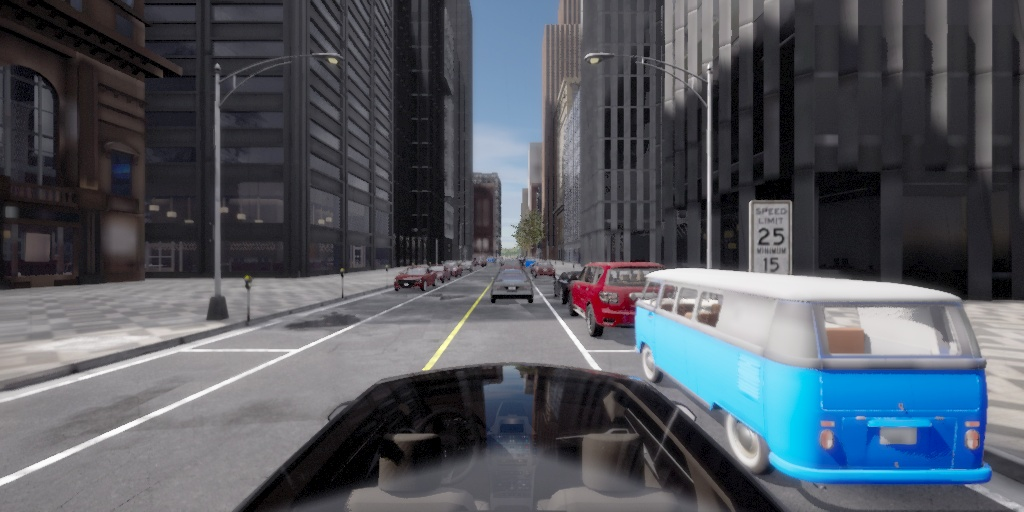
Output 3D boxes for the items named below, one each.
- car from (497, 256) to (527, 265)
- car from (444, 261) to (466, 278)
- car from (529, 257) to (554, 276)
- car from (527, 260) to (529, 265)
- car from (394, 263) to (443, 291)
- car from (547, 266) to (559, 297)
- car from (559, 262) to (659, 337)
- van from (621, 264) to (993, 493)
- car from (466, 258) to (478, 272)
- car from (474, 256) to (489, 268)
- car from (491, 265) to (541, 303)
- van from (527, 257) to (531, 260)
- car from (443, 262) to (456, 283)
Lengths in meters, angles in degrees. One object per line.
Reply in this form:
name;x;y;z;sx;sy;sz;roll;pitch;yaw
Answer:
car;0.000;1.088;31.469;2.097;1.767;4.553;0;0;0
car;-5.668;1.159;32.726;1.967;1.591;4.097;0;0;0
car;2.858;1.159;32.701;1.967;1.591;4.097;0;0;0
car;2.858;1.294;38.342;1.802;1.307;4.207;0;0;0
car;-5.668;1.276;21.447;1.888;1.381;4.507;0;0;0
car;2.858;1.303;15.782;1.948;1.339;4.313;0;0;0
car;2.858;1.058;10.142;2.192;1.841;5.009;0;0;0
van;2.858;1.088;4.500;1.690;1.789;3.998;0;0;0
car;-5.668;1.255;44.005;2.007;1.370;4.403;0;0;0
car;-5.668;0.982;60.925;2.192;1.841;5.009;0;0;0
car;0.000;1.301;16.499;2.033;1.411;5.357;0;0;0
van;2.858;1.024;55.263;1.690;1.789;3.998;0;0;0
car;-5.668;1.307;27.086;1.802;1.307;4.207;0;0;0
